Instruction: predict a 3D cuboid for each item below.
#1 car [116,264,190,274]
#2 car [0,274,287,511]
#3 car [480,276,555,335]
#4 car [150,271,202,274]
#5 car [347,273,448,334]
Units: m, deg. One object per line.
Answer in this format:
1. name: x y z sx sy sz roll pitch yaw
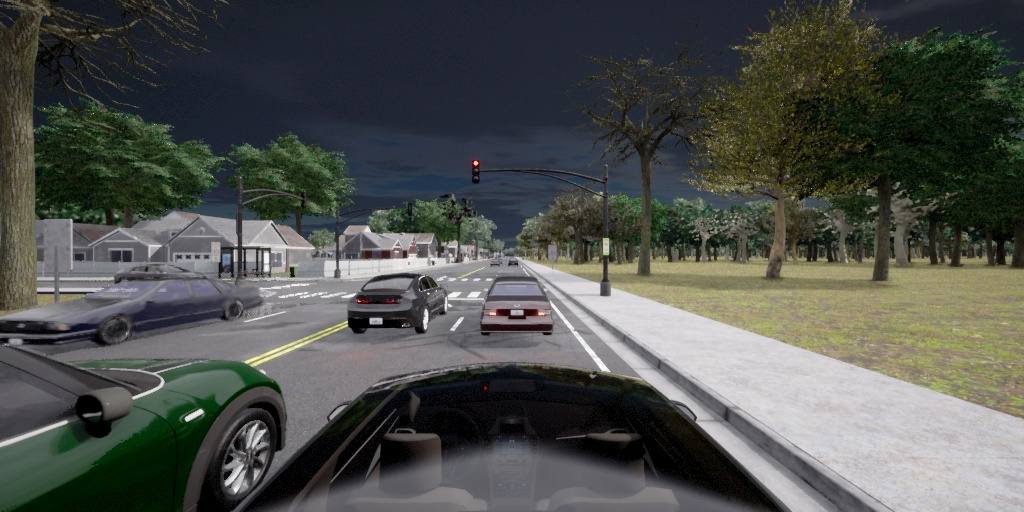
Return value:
1. car: -22.390 1.284 22.918 4.892 1.490 1.837 0 0 0
2. car: -3.148 1.102 1.484 2.097 1.767 4.553 0 0 0
3. car: 0.118 1.297 10.429 2.033 1.411 5.357 0 0 0
4. car: -9.471 1.297 9.691 2.033 1.411 5.357 0 0 6
5. car: -3.138 1.254 10.682 1.837 1.490 4.892 0 0 0
